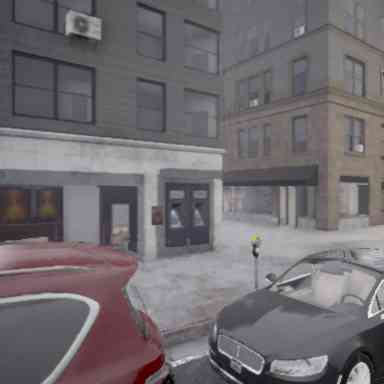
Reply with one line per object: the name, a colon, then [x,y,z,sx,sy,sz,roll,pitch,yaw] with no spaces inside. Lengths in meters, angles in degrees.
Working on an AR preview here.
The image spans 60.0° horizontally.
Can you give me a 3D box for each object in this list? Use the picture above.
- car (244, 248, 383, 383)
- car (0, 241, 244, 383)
car: [2.233,1.547,4.668,4.403,1.369,2.008,0,0,-35]
car: [-2.389,1.307,1.388,5.009,1.841,2.192,0,0,-35]
